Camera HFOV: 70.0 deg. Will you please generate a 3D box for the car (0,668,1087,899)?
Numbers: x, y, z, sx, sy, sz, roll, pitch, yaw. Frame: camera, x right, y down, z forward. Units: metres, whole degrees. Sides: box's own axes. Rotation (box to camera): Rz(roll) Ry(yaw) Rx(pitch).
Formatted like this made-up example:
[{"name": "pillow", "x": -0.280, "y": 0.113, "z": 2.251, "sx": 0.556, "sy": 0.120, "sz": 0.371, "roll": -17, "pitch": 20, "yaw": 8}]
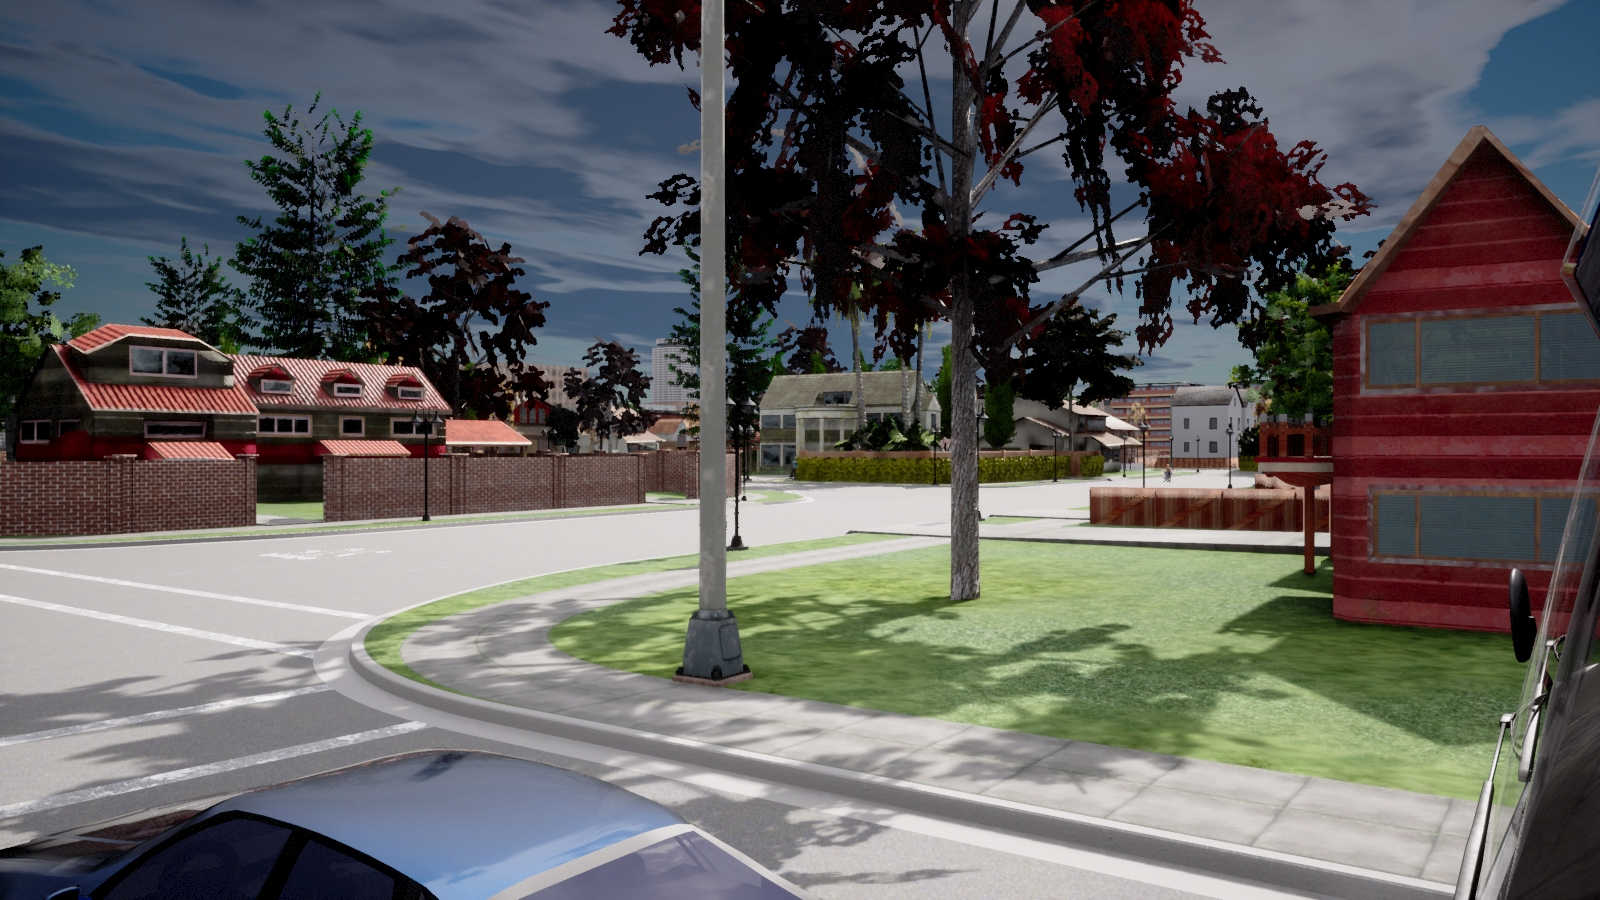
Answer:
[{"name": "car", "x": -1.713, "y": 2.106, "z": 4.943, "sx": 5.357, "sy": 1.411, "sz": 2.033, "roll": 0, "pitch": 0, "yaw": 36}]
